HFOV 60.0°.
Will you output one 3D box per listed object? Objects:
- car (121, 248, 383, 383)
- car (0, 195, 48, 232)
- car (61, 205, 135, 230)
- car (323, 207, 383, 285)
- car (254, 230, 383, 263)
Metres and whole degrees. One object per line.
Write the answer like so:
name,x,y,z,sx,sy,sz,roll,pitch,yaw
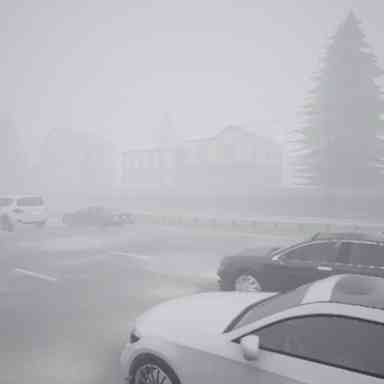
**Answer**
car,1.426,1.526,2.975,4.674,1.442,1.812,0,0,36
car,-11.184,1.227,20.576,5.566,2.045,2.150,0,0,36
car,-6.055,1.552,21.215,5.357,1.411,2.033,0,0,36
car,5.932,1.351,8.358,4.553,1.767,2.097,0,0,36
car,2.790,1.505,6.300,4.892,1.490,1.837,0,0,36
